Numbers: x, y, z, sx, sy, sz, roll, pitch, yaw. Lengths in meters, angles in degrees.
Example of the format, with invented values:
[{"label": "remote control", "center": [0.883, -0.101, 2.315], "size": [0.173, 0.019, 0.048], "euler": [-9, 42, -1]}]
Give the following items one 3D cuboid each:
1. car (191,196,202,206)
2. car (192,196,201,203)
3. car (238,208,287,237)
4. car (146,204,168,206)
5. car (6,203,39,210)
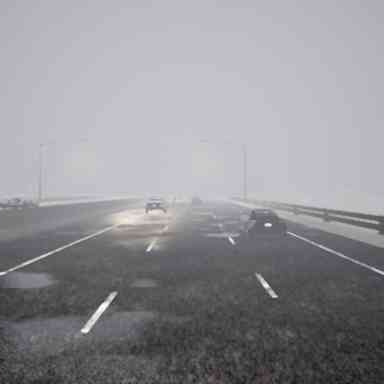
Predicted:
[{"label": "car", "center": [0.761, 1.562, 55.724], "size": [1.812, 1.442, 4.674], "euler": [0, 0, 1]}, {"label": "car", "center": [0.941, 1.555, 73.113], "size": [1.837, 1.490, 4.892], "euler": [0, 0, 1]}, {"label": "car", "center": [3.722, 1.568, 18.113], "size": [1.994, 1.385, 4.181], "euler": [0, 0, 1]}, {"label": "car", "center": [-3.203, 1.203, 31.069], "size": [2.033, 1.411, 5.357], "euler": [0, 0, 1]}, {"label": "car", "center": [-13.779, 1.181, 26.206], "size": [2.128, 1.511, 4.902], "euler": [0, 0, 1]}]
